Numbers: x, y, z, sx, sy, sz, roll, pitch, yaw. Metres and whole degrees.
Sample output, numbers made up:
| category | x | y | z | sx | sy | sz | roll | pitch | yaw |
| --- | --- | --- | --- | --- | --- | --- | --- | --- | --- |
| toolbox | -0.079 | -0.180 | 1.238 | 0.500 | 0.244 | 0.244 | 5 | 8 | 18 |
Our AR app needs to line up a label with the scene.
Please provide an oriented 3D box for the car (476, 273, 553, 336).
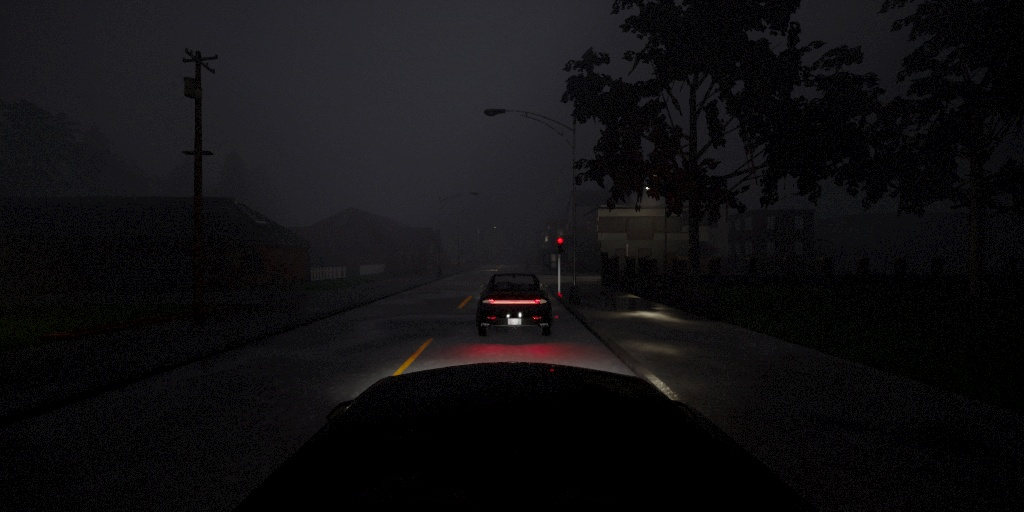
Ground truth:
| category | x | y | z | sx | sy | sz | roll | pitch | yaw |
| --- | --- | --- | --- | --- | --- | --- | --- | --- | --- |
| car | 0.060 | 1.242 | 10.376 | 2.128 | 1.511 | 4.902 | 0 | 0 | 0 |
